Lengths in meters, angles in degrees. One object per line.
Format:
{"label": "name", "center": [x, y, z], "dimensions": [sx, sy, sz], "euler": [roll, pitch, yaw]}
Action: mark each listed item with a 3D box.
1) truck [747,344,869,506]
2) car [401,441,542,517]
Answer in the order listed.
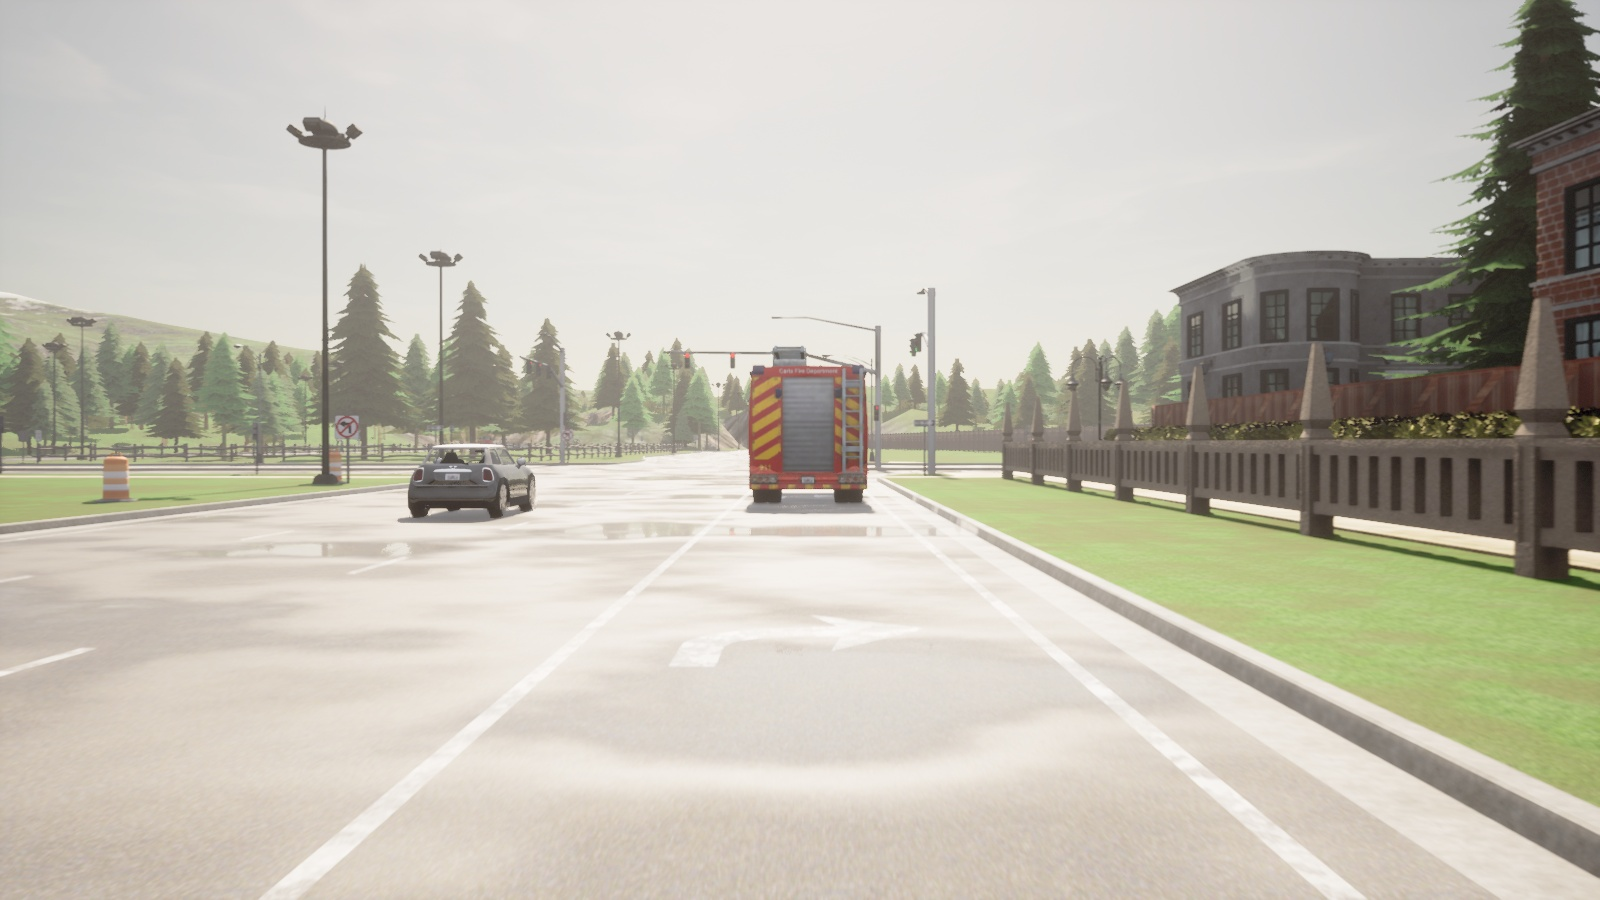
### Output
{"label": "truck", "center": [0.209, -0.609, 33.860], "dimensions": [2.891, 3.827, 8.468], "euler": [0, 0, 0]}
{"label": "car", "center": [-6.834, 0.557, 26.521], "dimensions": [1.970, 1.475, 3.806], "euler": [0, 0, 0]}
